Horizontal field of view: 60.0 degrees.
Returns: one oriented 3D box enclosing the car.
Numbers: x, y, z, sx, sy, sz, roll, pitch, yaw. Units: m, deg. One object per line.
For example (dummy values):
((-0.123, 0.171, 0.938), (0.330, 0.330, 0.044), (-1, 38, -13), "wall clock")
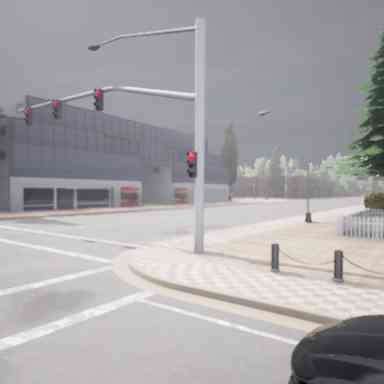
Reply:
((3.045, 1.493, 1.785), (5.008, 1.535, 1.882), (1, 0, 36), "car")
